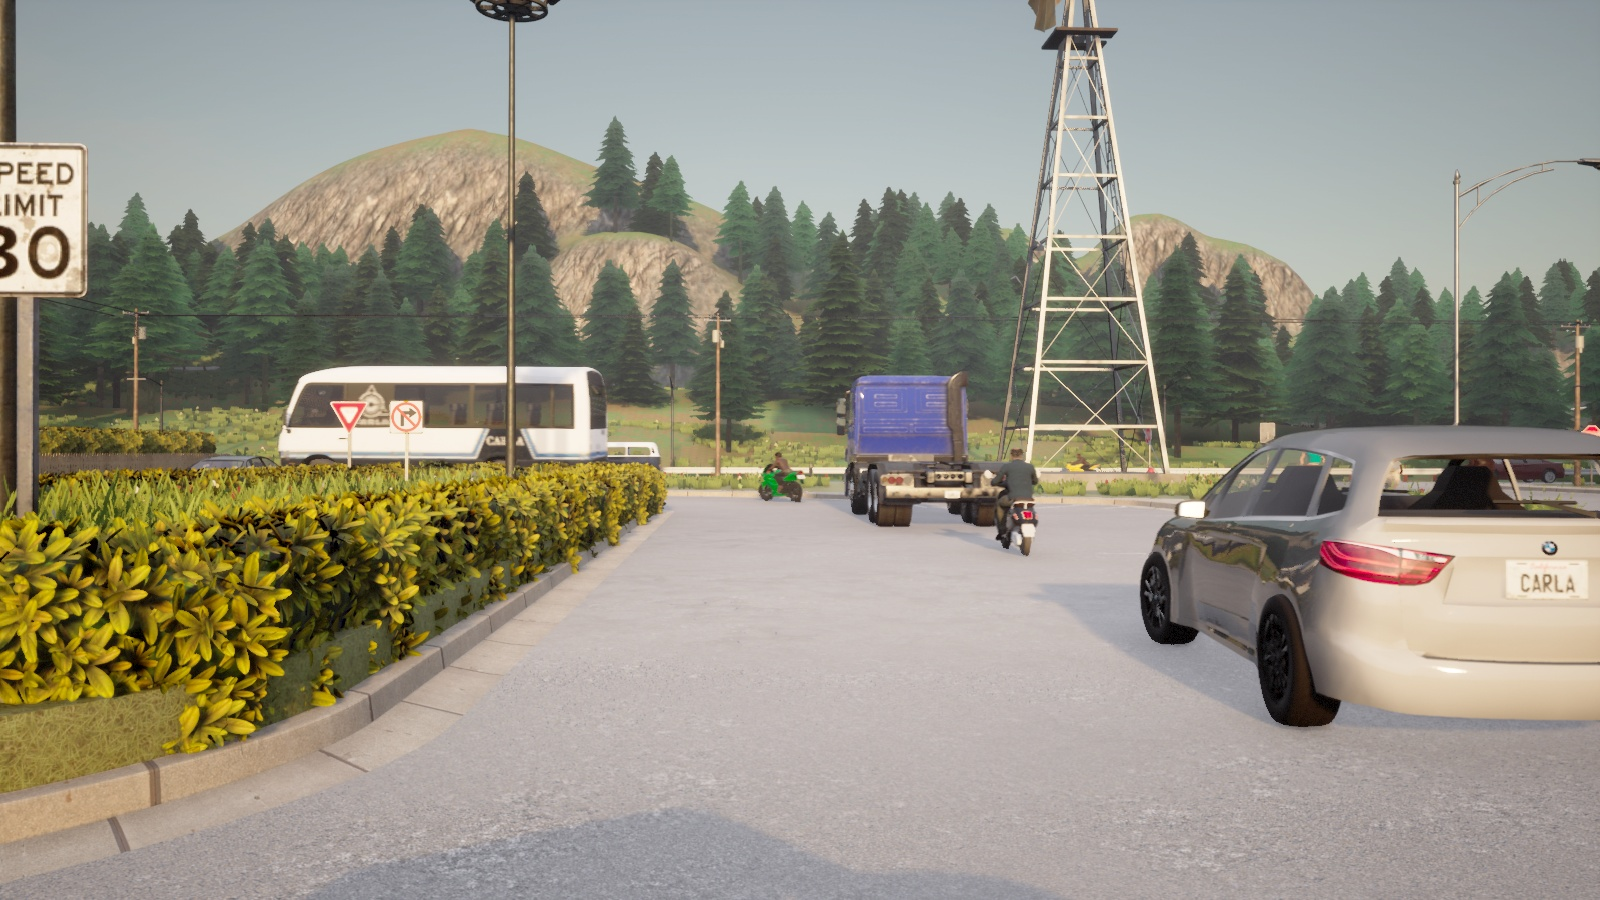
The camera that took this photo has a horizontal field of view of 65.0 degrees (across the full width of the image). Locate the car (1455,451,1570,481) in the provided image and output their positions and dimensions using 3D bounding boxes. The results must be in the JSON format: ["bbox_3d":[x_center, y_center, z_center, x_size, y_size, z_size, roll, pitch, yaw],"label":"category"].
[{"bbox_3d":[37.100,0.803,65.454,5.008,1.535,1.882,0,0,-2],"label":"car"}]

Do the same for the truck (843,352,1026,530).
[{"bbox_3d":[2.758,-0.173,28.426,2.891,3.462,7.936,0,0,-3],"label":"truck"}]

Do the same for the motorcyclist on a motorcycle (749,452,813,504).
[{"bbox_3d":[-0.588,0.820,37.937,0.797,1.523,2.044,-1,0,-40],"label":"motorcyclist on a motorcycle"}]

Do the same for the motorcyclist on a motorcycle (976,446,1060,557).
[{"bbox_3d":[3.248,0.737,18.900,0.866,1.590,1.817,0,0,-3],"label":"motorcyclist on a motorcycle"}]

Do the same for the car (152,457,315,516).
[{"bbox_3d":[-14.733,0.904,33.052,2.033,1.411,5.357,0,0,-2],"label":"car"}]

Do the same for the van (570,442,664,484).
[{"bbox_3d":[-9.221,0.646,63.545,4.480,2.038,2.069,0,0,-2],"label":"van"}]

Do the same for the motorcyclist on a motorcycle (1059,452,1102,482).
[{"bbox_3d":[14.427,0.853,64.566,2.044,1.523,0.797,0,0,-2],"label":"motorcyclist on a motorcycle"}]

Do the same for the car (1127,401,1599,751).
[{"bbox_3d":[3.765,0.602,8.291,2.242,1.667,4.611,0,0,3],"label":"car"}]

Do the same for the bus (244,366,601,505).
[{"bbox_3d":[-11.898,-0.508,40.456,10.273,4.253,3.944,0,1,3],"label":"bus"}]
